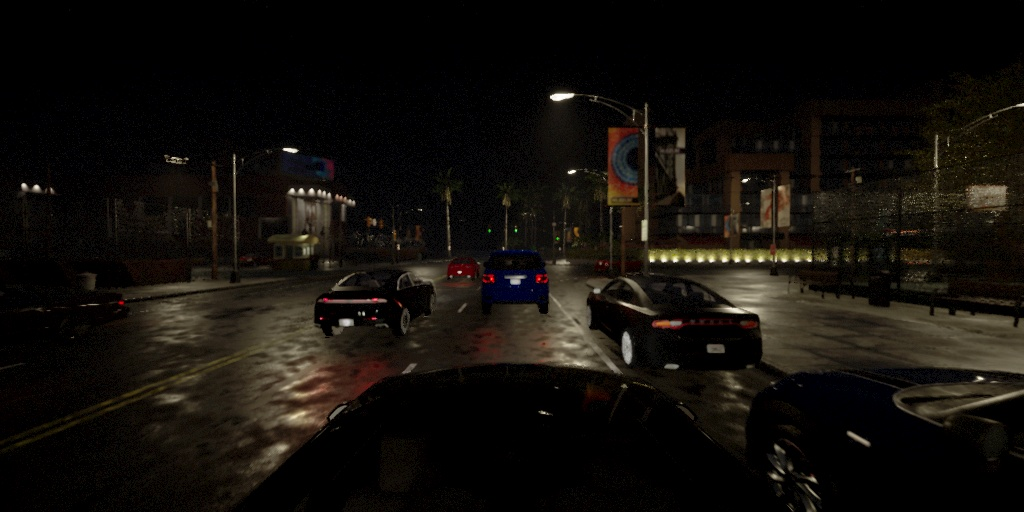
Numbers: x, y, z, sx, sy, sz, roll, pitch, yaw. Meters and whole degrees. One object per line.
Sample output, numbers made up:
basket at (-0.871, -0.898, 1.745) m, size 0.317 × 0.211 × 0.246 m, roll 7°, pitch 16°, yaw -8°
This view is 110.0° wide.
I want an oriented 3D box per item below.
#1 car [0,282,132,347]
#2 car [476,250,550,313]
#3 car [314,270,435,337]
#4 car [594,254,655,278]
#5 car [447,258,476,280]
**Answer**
car at (-10.568, 1.222, 6.606) m, size 2.033 × 1.411 × 5.357 m, roll 0°, pitch 1°, yaw 0°
car at (0.100, 0.796, 13.161) m, size 2.150 × 2.045 × 5.566 m, roll 0°, pitch 1°, yaw 0°
car at (-3.399, 1.117, 9.784) m, size 2.128 × 1.511 × 4.902 m, roll 0°, pitch 1°, yaw 0°
car at (9.354, 0.661, 30.427) m, size 4.553 × 1.767 × 2.097 m, roll 0°, pitch 1°, yaw -20°
car at (-3.399, 0.858, 25.757) m, size 1.882 × 1.535 × 5.008 m, roll 0°, pitch 1°, yaw 0°
